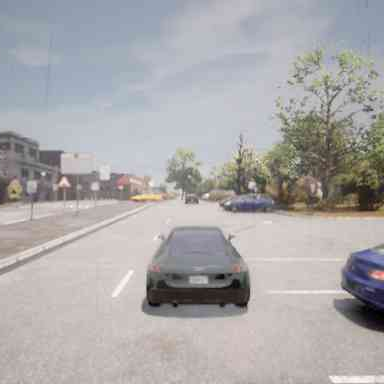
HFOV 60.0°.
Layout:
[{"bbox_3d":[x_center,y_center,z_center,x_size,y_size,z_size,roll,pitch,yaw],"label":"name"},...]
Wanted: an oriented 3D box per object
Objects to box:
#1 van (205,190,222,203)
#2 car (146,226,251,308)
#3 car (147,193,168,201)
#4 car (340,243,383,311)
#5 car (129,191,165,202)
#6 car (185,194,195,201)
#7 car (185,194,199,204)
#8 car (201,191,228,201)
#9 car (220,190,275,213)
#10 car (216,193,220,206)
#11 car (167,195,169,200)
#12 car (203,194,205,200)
[{"bbox_3d":[4.795,0.710,54.123,4.442,1.987,1.878,0,0,0],"label":"van"},{"bbox_3d":[0.109,1.463,7.775,1.994,1.385,4.181,0,1,0],"label":"car"},{"bbox_3d":[-7.517,1.024,72.767,4.553,1.767,2.185,0,-1,-1],"label":"car"},{"bbox_3d":[5.084,1.444,5.826,4.674,1.452,2.002,0,1,0],"label":"car"},{"bbox_3d":[-7.546,0.931,54.666,5.366,1.575,1.946,0,0,0],"label":"car"},{"bbox_3d":[-0.364,1.186,74.542,1.882,1.535,5.008,0,-1,2],"label":"car"},{"bbox_3d":[-0.034,0.972,50.209,1.812,1.442,4.674,0,0,0],"label":"car"},{"bbox_3d":[4.719,0.866,70.758,5.566,2.045,2.435,0,-1,-1],"label":"car"},{"bbox_3d":[5.127,0.969,30.158,4.553,1.767,2.185,0,1,0],"label":"car"},{"bbox_3d":[5.055,1.097,33.330,4.674,1.452,2.002,0,1,0],"label":"car"},{"bbox_3d":[-7.442,0.795,66.816,5.566,2.045,2.435,0,-1,-1],"label":"car"},{"bbox_3d":[5.073,0.945,56.918,5.366,1.575,1.946,0,0,0],"label":"car"}]
